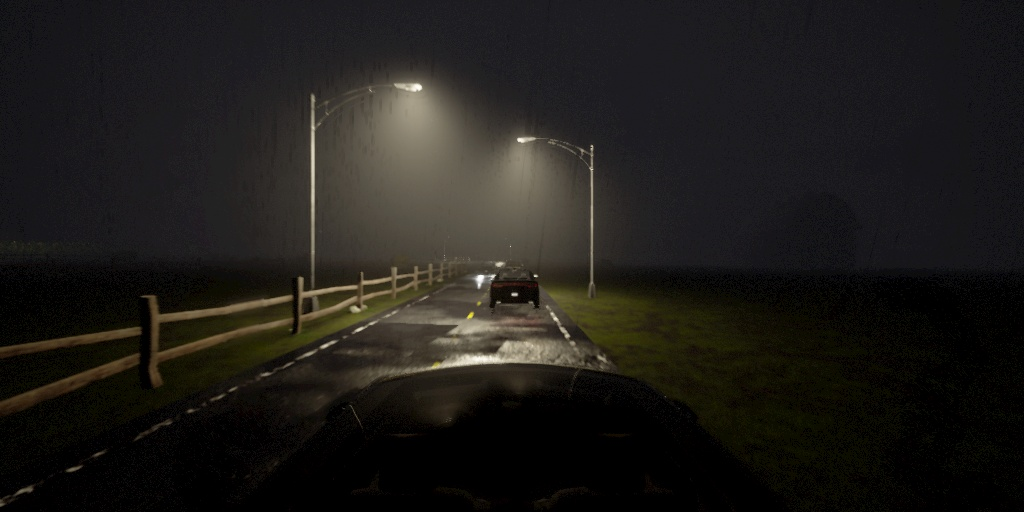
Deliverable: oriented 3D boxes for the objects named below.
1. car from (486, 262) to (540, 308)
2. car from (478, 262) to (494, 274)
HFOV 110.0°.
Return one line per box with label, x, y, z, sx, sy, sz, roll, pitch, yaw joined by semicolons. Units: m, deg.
car;0.101;1.213;15.226;1.882;1.535;5.008;0;0;0
car;-2.745;1.303;40.552;1.895;1.301;4.718;0;0;0
